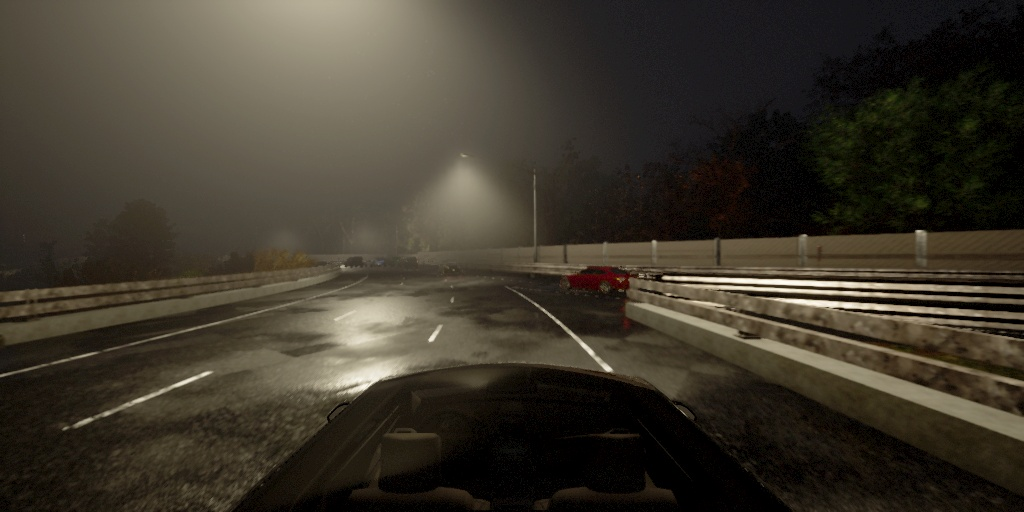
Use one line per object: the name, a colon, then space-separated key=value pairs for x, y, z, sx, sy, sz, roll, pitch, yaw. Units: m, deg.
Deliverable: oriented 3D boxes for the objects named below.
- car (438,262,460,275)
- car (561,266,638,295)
car: x=-7.262 y=1.388 z=41.416 sx=1.812 sy=1.442 sz=4.674 roll=0 pitch=0 yaw=-22
car: x=4.728 y=1.276 z=19.812 sx=1.812 sy=1.442 sz=4.674 roll=-1 pitch=0 yaw=-35
